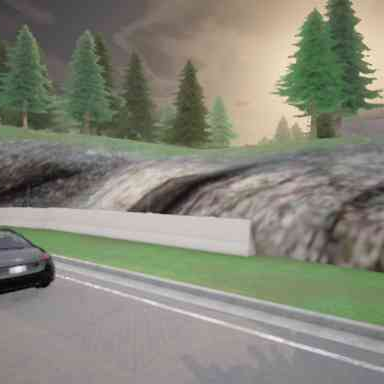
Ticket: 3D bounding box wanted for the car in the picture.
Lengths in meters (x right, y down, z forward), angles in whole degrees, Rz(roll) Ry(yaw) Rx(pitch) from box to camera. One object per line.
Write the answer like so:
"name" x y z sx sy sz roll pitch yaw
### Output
"car" -5.160 1.555 8.076 4.181 1.385 1.994 0 0 38
